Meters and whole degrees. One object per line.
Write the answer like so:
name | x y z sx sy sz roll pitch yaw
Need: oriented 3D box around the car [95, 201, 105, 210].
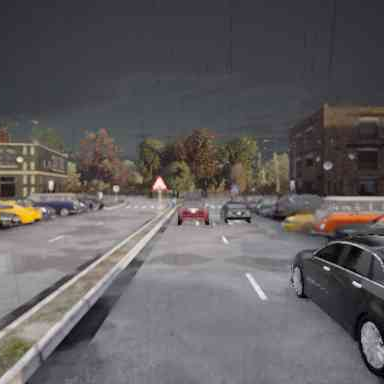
car | -12.489 1.338 38.539 4.792 1.488 2.163 0 1 0

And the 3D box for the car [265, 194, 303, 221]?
car | 7.665 1.150 20.148 5.566 2.045 2.435 0 0 0

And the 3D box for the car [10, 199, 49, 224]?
car | -12.524 1.399 21.855 5.008 1.535 2.097 0 0 0

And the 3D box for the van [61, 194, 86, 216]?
van | -12.407 1.147 30.194 4.442 1.987 1.878 0 0 0

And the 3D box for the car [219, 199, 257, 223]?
car | 3.102 1.455 24.369 2.033 1.411 5.357 0 0 0

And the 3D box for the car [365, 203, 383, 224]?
car | 7.669 1.313 9.119 4.553 1.767 2.185 0 0 0

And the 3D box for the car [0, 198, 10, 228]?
car | -12.561 1.162 16.421 5.566 2.045 2.435 0 0 0

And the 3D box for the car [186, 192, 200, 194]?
car | 0.116 1.026 40.994 2.150 2.045 5.566 0 0 1

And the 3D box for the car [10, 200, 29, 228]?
car | -12.537 1.407 19.200 4.892 1.521 2.231 0 0 0

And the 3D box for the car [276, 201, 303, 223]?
car | 7.451 1.407 17.391 5.366 1.575 1.946 0 0 0

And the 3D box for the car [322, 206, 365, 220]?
car | 7.643 1.429 11.876 5.008 1.535 2.097 0 0 0

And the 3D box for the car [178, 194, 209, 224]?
car | 0.096 1.262 23.619 2.097 1.767 4.553 0 0 0

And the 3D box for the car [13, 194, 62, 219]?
car | -12.558 1.266 24.758 4.553 1.767 2.185 0 0 0

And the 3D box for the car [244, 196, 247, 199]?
car | 7.639 1.340 33.938 5.008 1.535 2.097 0 0 0

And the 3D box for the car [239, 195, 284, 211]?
car | 7.602 1.195 36.700 4.553 1.767 2.185 0 0 0

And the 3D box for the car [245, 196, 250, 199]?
car | 7.632 1.396 31.182 4.674 1.452 2.002 0 0 0

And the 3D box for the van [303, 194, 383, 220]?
van | 7.521 1.194 14.633 4.442 1.987 1.878 0 0 0

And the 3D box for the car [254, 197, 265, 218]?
car | 7.642 1.385 25.662 4.892 1.521 2.231 0 0 0

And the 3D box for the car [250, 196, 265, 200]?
car | 7.604 1.246 28.424 4.553 1.767 2.185 0 0 0

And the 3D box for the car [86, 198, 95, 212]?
car | -12.553 1.228 33.102 4.553 1.767 2.185 0 0 0

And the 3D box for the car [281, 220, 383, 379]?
car | 3.100 1.478 5.441 1.837 1.490 4.892 0 0 0
